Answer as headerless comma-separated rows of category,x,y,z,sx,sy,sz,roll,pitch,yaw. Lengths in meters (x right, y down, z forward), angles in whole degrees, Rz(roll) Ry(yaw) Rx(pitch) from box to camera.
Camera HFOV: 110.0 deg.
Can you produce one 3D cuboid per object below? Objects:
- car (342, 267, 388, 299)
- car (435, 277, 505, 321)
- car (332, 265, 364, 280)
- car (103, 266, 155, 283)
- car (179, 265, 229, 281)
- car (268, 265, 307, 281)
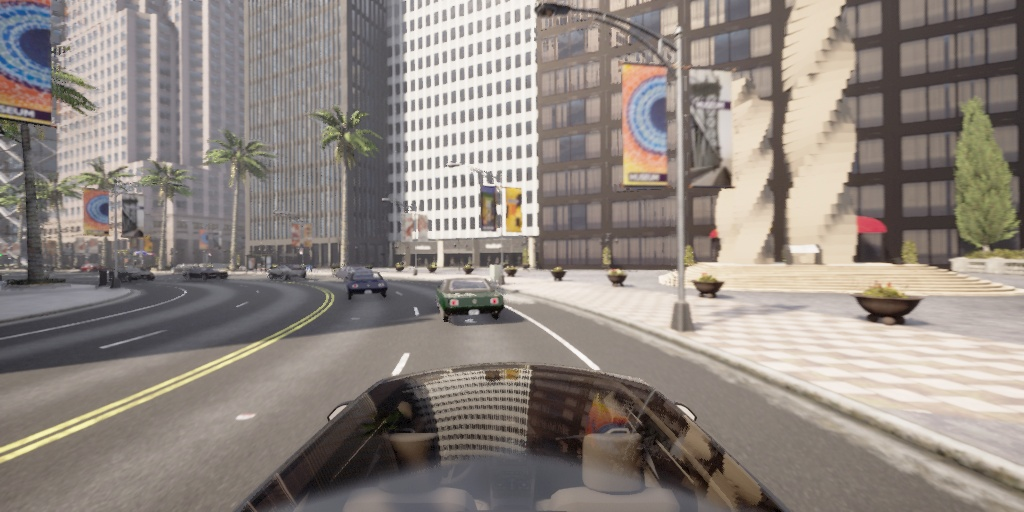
car,-8.075,1.504,19.665,1.895,1.301,4.718,0,0,-27
car,-1.704,1.413,12.850,1.895,1.301,4.718,0,0,-15
car,-15.332,1.583,34.502,5.357,1.411,2.033,-1,0,41
car,-36.412,1.750,34.353,4.892,1.490,1.837,-1,-1,23
car,-30.243,1.787,35.458,4.718,1.301,1.895,-1,0,25
car,-21.997,1.595,35.069,4.902,1.511,2.128,-1,0,34
